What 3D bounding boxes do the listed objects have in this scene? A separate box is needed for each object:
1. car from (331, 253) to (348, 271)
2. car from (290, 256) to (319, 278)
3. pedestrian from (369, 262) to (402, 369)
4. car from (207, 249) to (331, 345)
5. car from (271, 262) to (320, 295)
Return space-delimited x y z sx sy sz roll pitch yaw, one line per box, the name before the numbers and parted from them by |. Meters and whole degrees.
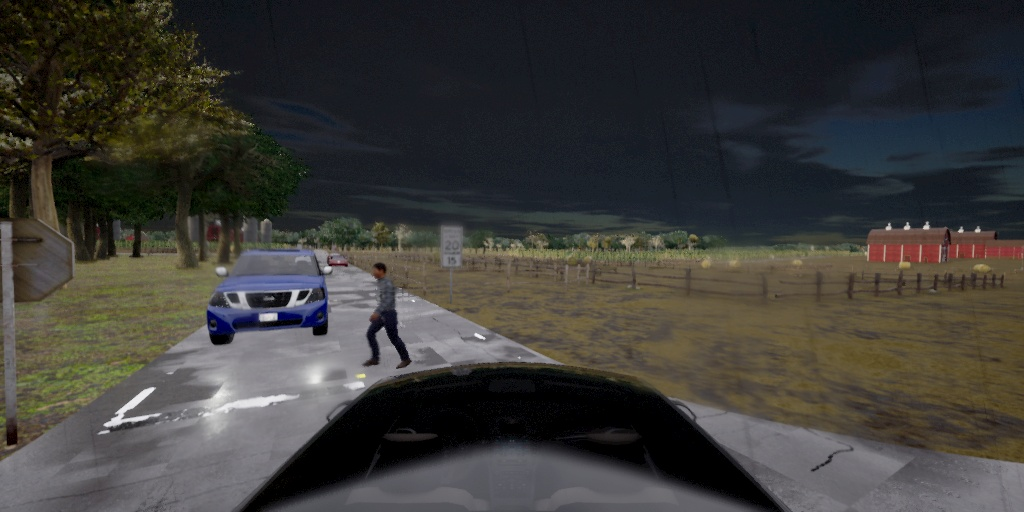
car | -20.109 0.583 41.485 1.994 1.385 4.181 0 1 -28
car | -16.271 0.766 28.255 1.837 1.490 4.892 0 1 -28
pedestrian | -2.126 0.983 6.020 0.375 1.860 0.375 -1 3 -28
car | -6.196 0.834 9.626 2.150 2.045 5.566 0 1 -28
car | -10.975 1.049 18.442 1.895 1.301 4.718 0 1 -28
